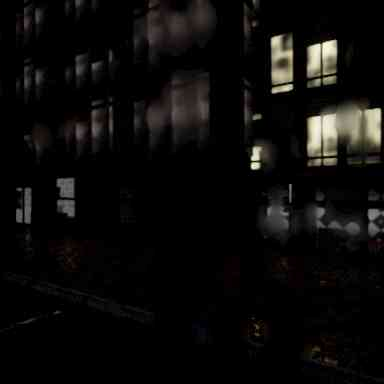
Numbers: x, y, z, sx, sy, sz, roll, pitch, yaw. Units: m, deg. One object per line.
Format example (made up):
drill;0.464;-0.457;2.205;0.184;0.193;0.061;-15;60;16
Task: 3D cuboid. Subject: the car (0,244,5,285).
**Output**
car;-6.009;1.291;7.167;5.009;1.841;2.192;0;0;35
